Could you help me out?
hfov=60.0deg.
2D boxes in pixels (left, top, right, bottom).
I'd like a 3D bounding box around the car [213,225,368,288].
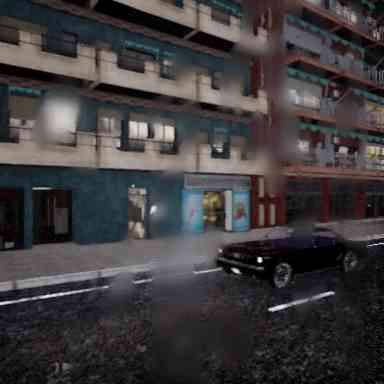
[{"bbox_3d":[2.925,1.669,9.513,4.718,1.301,1.895,1,0,-34],"label":"car"}]
